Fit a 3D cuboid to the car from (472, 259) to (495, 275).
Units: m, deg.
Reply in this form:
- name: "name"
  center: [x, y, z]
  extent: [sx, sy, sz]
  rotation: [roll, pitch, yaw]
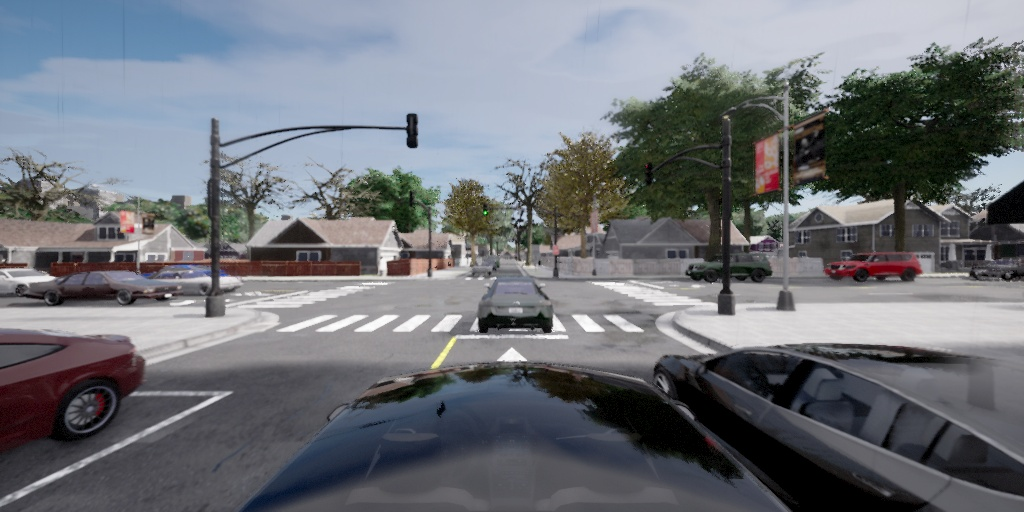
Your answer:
- name: "car"
  center: [-3.092, 1.293, 37.333]
  extent: [1.895, 1.301, 4.718]
  rotation: [0, 0, 0]

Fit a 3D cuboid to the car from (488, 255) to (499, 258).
- name: "car"
  center: [-3.074, 0.892, 57.895]
  extent: [2.150, 2.045, 5.566]
  rotation: [0, 0, 0]

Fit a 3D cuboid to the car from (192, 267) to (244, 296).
- name: "car"
  center: [-17.200, 1.409, 19.044]
  extent: [4.718, 1.301, 1.895]
  rotation: [0, 0, -3]

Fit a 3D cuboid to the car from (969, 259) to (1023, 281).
- name: "car"
  center: [35.944, 0.974, 25.711]
  extent: [4.902, 1.511, 2.128]
  rotation: [0, 0, 0]

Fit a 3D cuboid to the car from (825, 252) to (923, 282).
- name: "car"
  center: [25.846, 0.759, 25.724]
  extent: [5.566, 2.045, 2.150]
  rotation: [0, 0, 0]

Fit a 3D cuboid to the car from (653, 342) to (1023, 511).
- name: "car"
  center: [2.637, 1.313, 2.760]
  extent: [1.948, 1.339, 4.313]
  rotation: [0, 0, 0]

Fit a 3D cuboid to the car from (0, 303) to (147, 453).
- name: "car"
  center: [-5.388, 1.330, 2.758]
  extent: [1.802, 1.307, 4.207]
  rotation: [0, 0, 0]

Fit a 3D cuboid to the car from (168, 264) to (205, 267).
- name: "car"
  center: [-20.847, 1.300, 22.521]
  extent: [5.008, 1.535, 1.882]
  rotation: [0, 0, 0]

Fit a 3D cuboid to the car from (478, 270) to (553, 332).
- name: "car"
  center: [0.083, 1.295, 10.776]
  extent: [1.994, 1.385, 4.181]
  rotation: [0, 0, 0]

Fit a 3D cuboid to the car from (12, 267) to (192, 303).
- name: "car"
  center: [-17.809, 1.368, 15.794]
  extent: [5.357, 1.411, 2.033]
  rotation: [0, 0, 0]

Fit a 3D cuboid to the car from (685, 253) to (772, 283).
- name: "car"
  center: [15.479, 0.817, 25.734]
  extent: [5.566, 2.045, 2.150]
  rotation: [0, 0, 0]

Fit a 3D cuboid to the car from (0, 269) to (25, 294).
- name: "car"
  center: [-26.382, 1.391, 19.056]
  extent: [4.674, 1.442, 1.812]
  rotation: [0, 0, 0]

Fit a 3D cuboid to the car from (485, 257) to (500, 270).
- name: "car"
  center: [-3.048, 1.244, 47.377]
  extent: [1.994, 1.385, 4.181]
  rotation: [0, 0, 0]
